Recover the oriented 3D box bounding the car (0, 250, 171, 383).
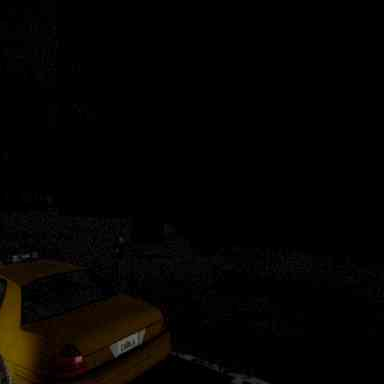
[{"bbox_3d":[-2.536,1.525,4.766,4.829,1.417,1.752,0,0,35],"label":"car"}]
